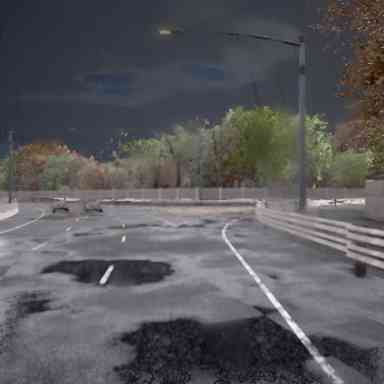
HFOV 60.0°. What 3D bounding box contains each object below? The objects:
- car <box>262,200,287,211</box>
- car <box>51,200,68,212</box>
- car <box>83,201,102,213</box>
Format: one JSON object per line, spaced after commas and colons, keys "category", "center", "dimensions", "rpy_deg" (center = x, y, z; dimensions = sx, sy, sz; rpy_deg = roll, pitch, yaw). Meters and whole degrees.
{"category": "car", "center": [10.423, 1.737, 42.203], "dimensions": [1.994, 1.385, 4.181], "rpy_deg": [-1, -1, 41]}
{"category": "car", "center": [-17.474, 1.812, 43.807], "dimensions": [2.033, 1.411, 5.357], "rpy_deg": [0, 0, -27]}
{"category": "car", "center": [-12.156, 1.780, 40.557], "dimensions": [2.033, 1.411, 5.357], "rpy_deg": [0, 0, -24]}
